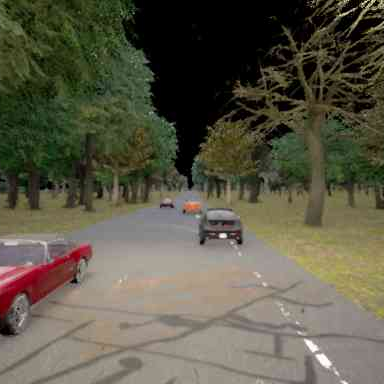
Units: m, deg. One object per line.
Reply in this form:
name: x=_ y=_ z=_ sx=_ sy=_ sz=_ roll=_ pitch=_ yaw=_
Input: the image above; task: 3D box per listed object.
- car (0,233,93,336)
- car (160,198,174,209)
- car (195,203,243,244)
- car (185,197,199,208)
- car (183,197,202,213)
car: x=-3.599 y=1.587 z=6.765 sx=1.895 sy=1.301 sz=4.718 roll=0 pitch=0 yaw=0
car: x=-3.583 y=1.591 z=48.130 sx=1.882 sy=1.535 sz=5.008 roll=0 pitch=0 yaw=0
car: x=1.224 y=1.486 z=15.559 sx=1.837 sy=1.490 sz=4.892 roll=0 pitch=0 yaw=0
car: x=-0.003 y=1.625 z=51.090 sx=2.128 sy=1.511 sz=4.902 roll=0 pitch=0 yaw=0
car: x=0.042 y=1.402 z=38.037 sx=2.097 sy=1.767 sz=4.553 roll=0 pitch=0 yaw=1
